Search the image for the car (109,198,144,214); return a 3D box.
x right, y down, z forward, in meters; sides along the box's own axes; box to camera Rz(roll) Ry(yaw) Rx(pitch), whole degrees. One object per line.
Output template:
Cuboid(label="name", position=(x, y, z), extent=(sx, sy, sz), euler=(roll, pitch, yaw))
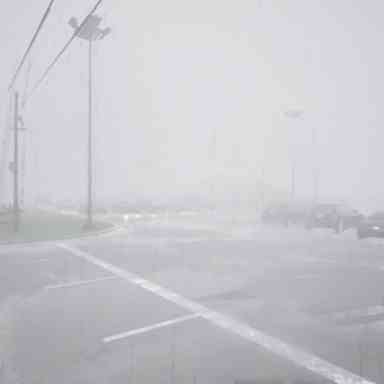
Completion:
Cuboid(label="car", position=(-7.389, 1.681, 36.641), extent=(1.994, 1.385, 4.181), euler=(0, 0, -35))

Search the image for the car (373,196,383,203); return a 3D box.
Cuboid(label="car", position=(46.098, 1.801, 79.864), extent=(1.882, 1.535, 5.008), euler=(0, 0, -13))

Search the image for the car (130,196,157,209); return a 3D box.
Cuboid(label="car", position=(-7.191, 1.513, 48.649), extent=(2.097, 1.767, 4.553), euler=(0, 0, -35))

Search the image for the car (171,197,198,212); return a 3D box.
Cuboid(label="car", position=(-1.598, 1.709, 40.582), extent=(1.994, 1.385, 4.181), euler=(0, 0, -35))

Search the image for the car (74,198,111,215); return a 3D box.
Cuboid(label="car", position=(-10.523, 1.629, 35.015), extent=(1.812, 1.442, 4.674), euler=(0, 0, -35))

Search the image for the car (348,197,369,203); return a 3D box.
Cuboid(label="car", position=(39.228, 1.913, 78.513), extent=(1.895, 1.301, 4.718), euler=(0, 0, -13))

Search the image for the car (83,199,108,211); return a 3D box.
Cuboid(label="car", position=(-13.086, 1.697, 44.832), extent=(1.994, 1.385, 4.181), euler=(0, 0, -36))

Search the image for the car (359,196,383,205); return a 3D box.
Cuboid(label="car", position=(36.799, 1.837, 67.969), extent=(1.837, 1.490, 4.892), euler=(0, 0, 1))

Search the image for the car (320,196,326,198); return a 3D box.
Cuboid(label="car", position=(31.240, 1.849, 81.110), extent=(1.882, 1.535, 5.008), euler=(0, 0, -20))

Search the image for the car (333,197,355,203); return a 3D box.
Cuboid(label="car", position=(35.702, 1.913, 78.228), extent=(1.895, 1.301, 4.718), euler=(0, 0, -16))

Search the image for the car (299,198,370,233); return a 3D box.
Cuboid(label="car", position=(8.850, 1.448, 20.475), extent=(4.553, 1.767, 2.097), euler=(0, 0, -43))

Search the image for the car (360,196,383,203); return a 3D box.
Cuboid(label="car", position=(42.666, 1.797, 79.174), extent=(1.882, 1.535, 5.008), euler=(0, 0, -13))

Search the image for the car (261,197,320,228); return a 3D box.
Cuboid(label="car", position=(6.847, 1.454, 23.395), extent=(4.553, 1.767, 2.097), euler=(0, 0, -43))

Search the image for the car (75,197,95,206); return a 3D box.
Cuboid(label="car", position=(-19.309, 1.722, 60.062), extent=(2.033, 1.411, 5.357), euler=(0, 0, -34))

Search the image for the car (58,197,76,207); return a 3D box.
Cuboid(label="car", position=(-21.428, 1.684, 56.945), extent=(1.812, 1.442, 4.674), euler=(0, 0, -34))

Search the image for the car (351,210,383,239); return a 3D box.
Cuboid(label="car", position=(10.045, 1.650, 16.809), extent=(4.181, 1.385, 1.994), euler=(0, 0, -42))

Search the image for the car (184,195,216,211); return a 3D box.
Cuboid(label="car", position=(0.753, 1.382, 43.361), extent=(2.150, 2.045, 5.566), euler=(0, 0, -34))

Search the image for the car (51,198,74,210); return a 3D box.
Cuboid(label="car", position=(-16.807, 1.723, 44.071), extent=(1.895, 1.301, 4.718), euler=(0, 0, -35))

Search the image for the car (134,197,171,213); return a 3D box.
Cuboid(label="car", position=(-4.867, 1.610, 39.150), extent=(1.882, 1.535, 5.008), euler=(0, 0, -35))

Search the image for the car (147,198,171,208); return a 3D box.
Cuboid(label="car", position=(-5.140, 1.742, 51.855), extent=(1.994, 1.385, 4.181), euler=(0, 0, -34))

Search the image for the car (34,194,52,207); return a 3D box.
Cuboid(label="car", position=(-25.172, 1.366, 56.210), extent=(2.150, 2.045, 5.566), euler=(0, 0, -34))
